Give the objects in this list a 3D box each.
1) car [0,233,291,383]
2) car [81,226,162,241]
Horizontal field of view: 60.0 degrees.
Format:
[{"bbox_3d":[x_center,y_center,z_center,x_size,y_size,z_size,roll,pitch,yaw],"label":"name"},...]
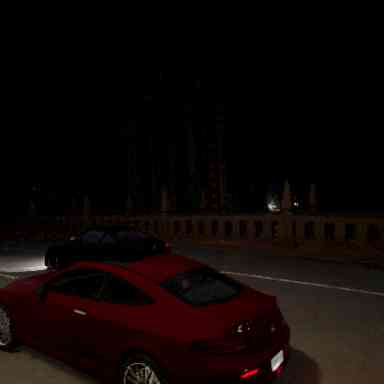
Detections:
[{"bbox_3d":[-1.012,1.573,4.711,4.674,1.442,1.812,-1,-1,35],"label":"car"},{"bbox_3d":[-2.641,1.736,10.169,4.181,1.385,1.994,-3,-1,35],"label":"car"}]
